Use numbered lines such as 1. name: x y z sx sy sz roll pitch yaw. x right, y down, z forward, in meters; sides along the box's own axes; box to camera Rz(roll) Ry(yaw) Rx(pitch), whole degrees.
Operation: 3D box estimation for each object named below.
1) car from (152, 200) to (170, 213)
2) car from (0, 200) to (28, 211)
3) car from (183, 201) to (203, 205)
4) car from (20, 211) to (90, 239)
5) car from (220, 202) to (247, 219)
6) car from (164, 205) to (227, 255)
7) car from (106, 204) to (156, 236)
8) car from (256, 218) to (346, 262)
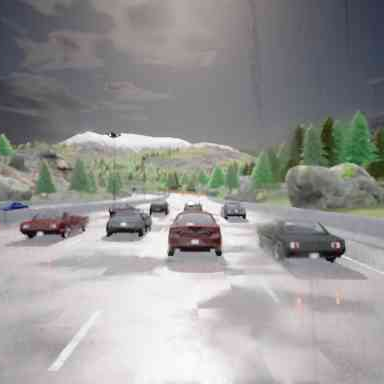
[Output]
1. car: -3.386 1.625 35.607 1.882 1.535 5.008 0 -1 0
2. car: -17.582 1.584 31.750 1.882 1.535 5.008 0 -1 0
3. car: 0.113 1.625 34.296 2.128 1.511 4.902 0 -1 0
4. car: -6.893 1.609 17.335 1.895 1.301 4.718 0 0 0
5. car: 3.611 1.634 29.537 2.033 1.411 5.357 0 -1 0
6. car: 0.105 1.474 13.250 1.882 1.535 5.008 0 0 0
7. car: -3.393 1.577 18.475 1.994 1.385 4.181 0 0 0
8. car: 3.605 1.594 12.017 1.895 1.301 4.718 0 0 0
